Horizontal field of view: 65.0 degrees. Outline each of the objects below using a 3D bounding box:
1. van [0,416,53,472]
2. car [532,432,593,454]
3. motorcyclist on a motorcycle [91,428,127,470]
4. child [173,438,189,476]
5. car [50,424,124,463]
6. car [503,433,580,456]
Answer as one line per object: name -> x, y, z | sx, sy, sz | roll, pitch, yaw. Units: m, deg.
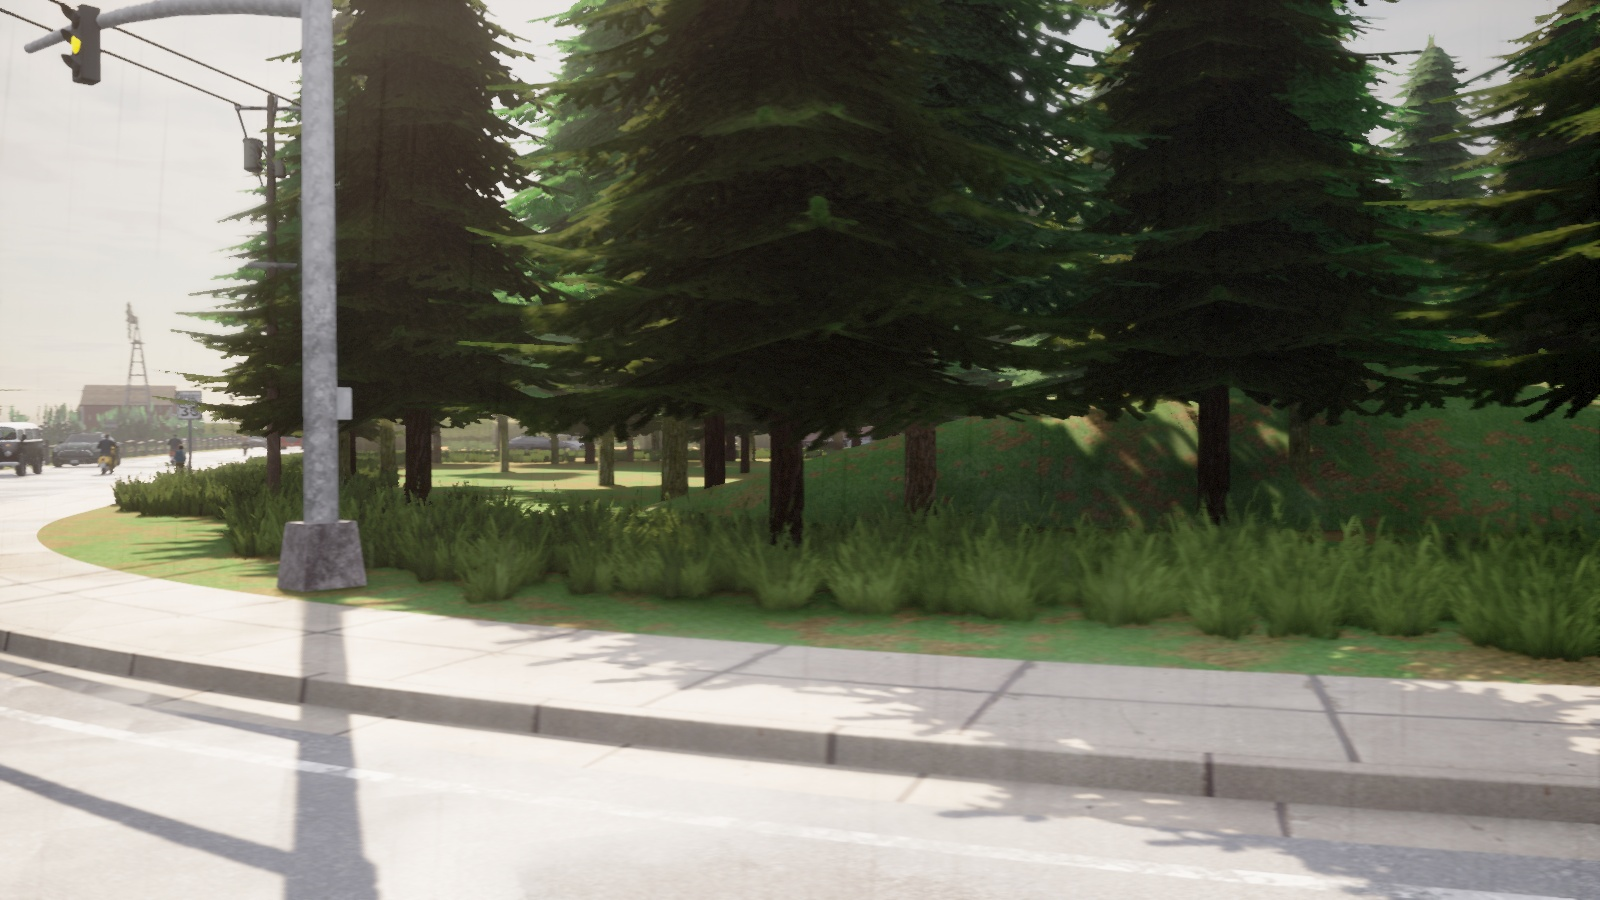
van -> -30.121, -0.269, 47.721 | 2.069, 2.038, 4.480 | 0, 1, -19
car -> -15.993, -0.473, 84.445 | 3.806, 1.475, 1.970 | 0, 1, -19
motorcyclist on a motorcycle -> -26.833, -0.040, 48.768 | 0.866, 1.590, 1.817 | 0, 1, -17
child -> -19.346, 0.220, 39.271 | 0.343, 1.192, 0.448 | 0, 1, -13
car -> -33.956, -0.332, 59.915 | 2.097, 1.767, 4.553 | 0, 1, -17
car -> -16.578, -0.358, 80.528 | 4.674, 1.442, 1.812 | 0, 1, -19
